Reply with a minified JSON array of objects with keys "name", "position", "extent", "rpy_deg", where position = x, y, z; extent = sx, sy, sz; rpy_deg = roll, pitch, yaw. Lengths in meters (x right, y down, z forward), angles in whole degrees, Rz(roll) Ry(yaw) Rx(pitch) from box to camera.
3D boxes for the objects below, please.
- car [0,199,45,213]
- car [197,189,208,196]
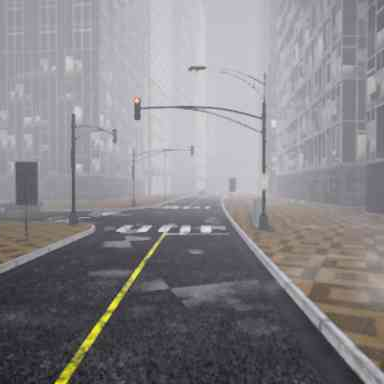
[{"name":"car","position":[-16.378,1.258,31.915],"extent":[4.403,1.369,2.008],"rpy_deg":[-1,2,10]},{"name":"car","position":[2.314,0.107,73.140],"extent":[1.994,1.385,4.181],"rpy_deg":[0,1,8]}]
